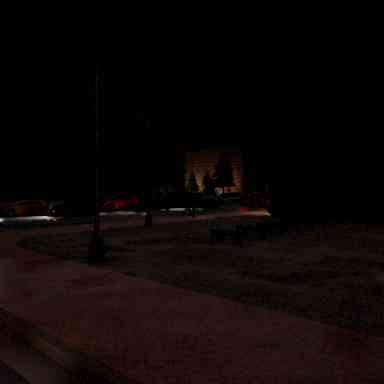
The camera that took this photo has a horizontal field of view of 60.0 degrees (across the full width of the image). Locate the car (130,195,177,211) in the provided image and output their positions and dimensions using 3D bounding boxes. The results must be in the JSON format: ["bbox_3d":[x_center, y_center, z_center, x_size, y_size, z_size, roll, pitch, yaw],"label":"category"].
[{"bbox_3d":[-4.491,1.478,39.532,1.882,1.535,5.008,0,0,40],"label":"car"}]

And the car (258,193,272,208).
[{"bbox_3d":[12.014,1.352,48.004,2.097,1.767,4.553,0,0,41],"label":"car"}]

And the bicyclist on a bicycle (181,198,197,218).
[{"bbox_3d":[-0.264,1.301,26.744,1.656,1.620,0.582,0,0,40],"label":"bicyclist on a bicycle"}]

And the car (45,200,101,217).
[{"bbox_3d":[-11.220,1.564,31.569,1.994,1.385,4.181,0,0,40],"label":"car"}]

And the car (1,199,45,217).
[{"bbox_3d":[-15.872,1.478,31.496,1.882,1.535,5.008,0,0,40],"label":"car"}]

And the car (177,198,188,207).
[{"bbox_3d":[-2.085,1.547,47.797,2.033,1.411,5.357,0,0,40],"label":"car"}]

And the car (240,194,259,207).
[{"bbox_3d":[9.121,1.505,50.010,1.837,1.490,4.892,0,0,41],"label":"car"}]

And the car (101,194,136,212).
[{"bbox_3d":[-8.976,1.222,39.647,2.150,2.045,5.566,0,0,41],"label":"car"}]

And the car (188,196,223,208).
[{"bbox_3d":[2.079,1.601,47.286,1.895,1.301,4.718,0,0,40],"label":"car"}]
